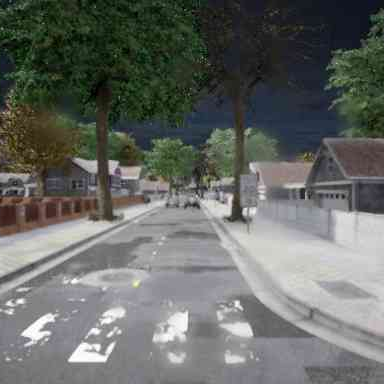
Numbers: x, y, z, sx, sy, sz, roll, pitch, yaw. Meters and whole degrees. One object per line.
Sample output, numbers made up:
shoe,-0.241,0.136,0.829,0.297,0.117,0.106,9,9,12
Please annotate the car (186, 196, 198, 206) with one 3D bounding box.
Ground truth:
car,-0.010,1.489,54.107,1.812,1.442,4.674,0,0,0

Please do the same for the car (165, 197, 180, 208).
car,-2.758,1.442,47.857,2.128,1.511,4.902,0,0,0

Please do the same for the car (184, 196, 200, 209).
car,-0.006,1.323,44.074,2.097,1.767,4.553,0,0,0
